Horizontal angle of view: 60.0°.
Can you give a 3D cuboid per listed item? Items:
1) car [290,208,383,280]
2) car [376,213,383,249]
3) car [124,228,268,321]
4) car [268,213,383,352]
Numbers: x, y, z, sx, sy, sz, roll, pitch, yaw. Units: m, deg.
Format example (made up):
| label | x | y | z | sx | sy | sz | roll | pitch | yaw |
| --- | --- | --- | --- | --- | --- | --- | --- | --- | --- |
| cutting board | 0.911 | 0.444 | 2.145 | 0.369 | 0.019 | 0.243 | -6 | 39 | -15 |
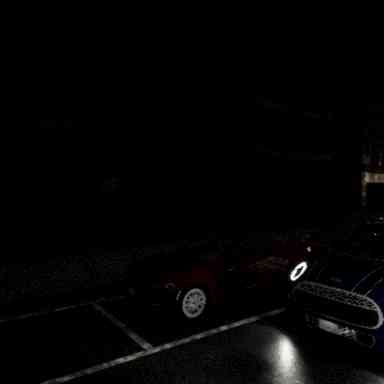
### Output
| label | x | y | z | sx | sy | sz | roll | pitch | yaw |
| --- | --- | --- | --- | --- | --- | --- | --- | --- | --- |
| car | 5.211 | 1.427 | 10.471 | 4.097 | 1.590 | 1.967 | 0 | 1 | -36 |
| car | 9.672 | 1.534 | 13.658 | 4.403 | 1.369 | 2.008 | 0 | 1 | -36 |
| car | 0.749 | 1.538 | 7.287 | 4.507 | 1.381 | 1.887 | 0 | 1 | -36 |
| car | 3.798 | 1.344 | 6.084 | 4.553 | 1.767 | 2.097 | 0 | 0 | -35 |
